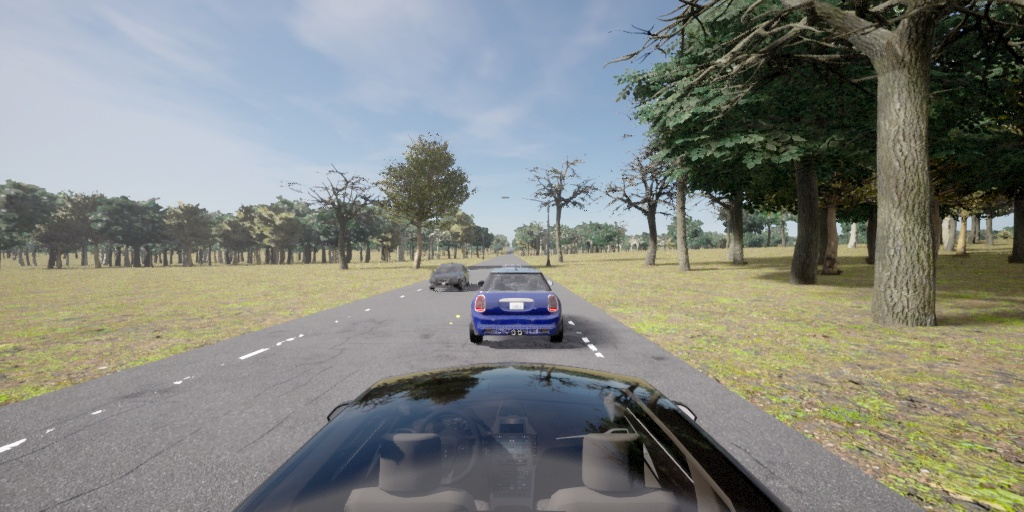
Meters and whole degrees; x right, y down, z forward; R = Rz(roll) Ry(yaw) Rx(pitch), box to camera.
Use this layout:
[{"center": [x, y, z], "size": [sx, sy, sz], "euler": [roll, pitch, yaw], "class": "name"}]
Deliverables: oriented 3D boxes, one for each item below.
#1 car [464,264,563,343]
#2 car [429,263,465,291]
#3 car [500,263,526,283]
[{"center": [0.088, 1.085, 9.819], "size": [2.097, 1.767, 4.553], "euler": [0, 0, 0], "class": "car"}, {"center": [-3.625, 1.190, 21.384], "size": [1.837, 1.490, 4.892], "euler": [0, 0, 0], "class": "car"}, {"center": [0.068, 1.256, 27.922], "size": [1.895, 1.301, 4.718], "euler": [0, 0, 0], "class": "car"}]
